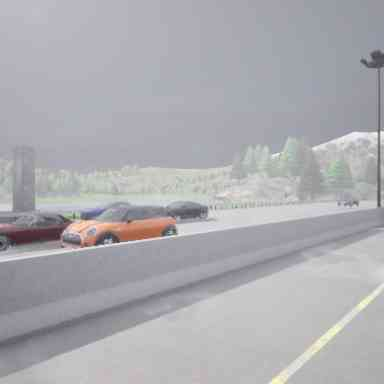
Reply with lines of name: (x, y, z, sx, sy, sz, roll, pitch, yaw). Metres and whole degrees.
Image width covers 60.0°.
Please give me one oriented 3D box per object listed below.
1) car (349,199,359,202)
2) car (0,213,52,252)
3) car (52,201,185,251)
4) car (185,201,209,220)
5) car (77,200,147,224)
car: (21.331, 1.243, 45.316, 2.128, 1.511, 4.902, 0, 0, 42)
car: (-6.653, 1.583, 13.905, 1.895, 1.301, 4.718, 0, 0, 42)
car: (-2.709, 1.339, 13.074, 2.097, 1.767, 4.553, 0, 0, 42)
car: (-0.749, 1.460, 25.836, 1.882, 1.535, 5.008, 0, 0, 42)
car: (-5.951, 1.453, 25.245, 1.882, 1.535, 5.008, 0, 0, 42)
